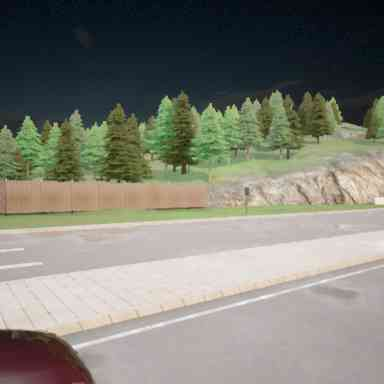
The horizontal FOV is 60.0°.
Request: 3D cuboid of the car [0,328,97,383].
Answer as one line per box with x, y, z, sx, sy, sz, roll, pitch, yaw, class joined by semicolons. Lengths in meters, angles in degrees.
-2.615;1.563;1.881;4.181;1.385;1.994;0;0;-35;car
